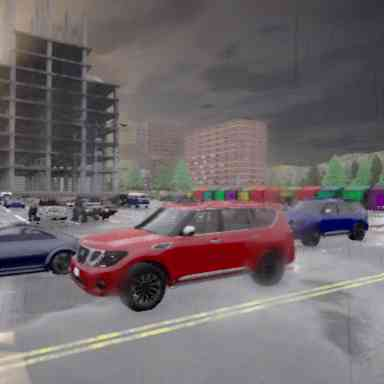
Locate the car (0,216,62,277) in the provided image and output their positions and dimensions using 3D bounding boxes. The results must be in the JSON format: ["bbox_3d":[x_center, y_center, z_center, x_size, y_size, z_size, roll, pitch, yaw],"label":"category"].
[{"bbox_3d":[-5.113,1.561,8.976,4.181,1.385,1.994,1,0,-32],"label":"car"}]

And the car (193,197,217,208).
[{"bbox_3d":[2.017,1.591,51.176,1.784,1.438,3.905,1,0,-33],"label":"car"}]

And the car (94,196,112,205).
[{"bbox_3d":[-15.502,1.486,57.828,1.784,1.438,3.905,1,0,-33],"label":"car"}]

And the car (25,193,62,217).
[{"bbox_3d":[-9.895,1.172,22.770,1.932,1.855,4.605,1,0,-33],"label":"car"}]

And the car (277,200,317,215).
[{"bbox_3d":[11.487,1.634,36.499,1.970,1.475,3.806,1,0,-33],"label":"car"}]

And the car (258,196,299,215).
[{"bbox_3d":[9.048,1.369,34.943,1.905,1.878,3.866,1,0,-33],"label":"car"}]

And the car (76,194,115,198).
[{"bbox_3d":[-7.432,1.200,24.290,1.905,1.878,3.866,1,0,-33],"label":"car"}]

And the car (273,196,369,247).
[{"bbox_3d":[6.077,1.335,15.891,5.566,2.045,2.150,1,0,-31],"label":"car"}]

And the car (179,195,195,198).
[{"bbox_3d":[-0.452,1.356,49.663,1.932,1.855,4.605,1,0,-33],"label":"car"}]

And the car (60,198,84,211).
[{"bbox_3d":[-14.613,1.452,40.441,1.970,1.475,3.806,1,0,-33],"label":"car"}]

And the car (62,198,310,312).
[{"bbox_3d":[0.058,1.254,8.083,5.566,2.045,2.150,1,0,-32],"label":"car"}]

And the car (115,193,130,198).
[{"bbox_3d":[-13.271,1.299,59.323,1.932,1.855,4.605,1,0,-33],"label":"car"}]

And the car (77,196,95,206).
[{"bbox_3d":[-17.937,1.493,56.261,1.970,1.475,3.806,1,0,-33],"label":"car"}]
